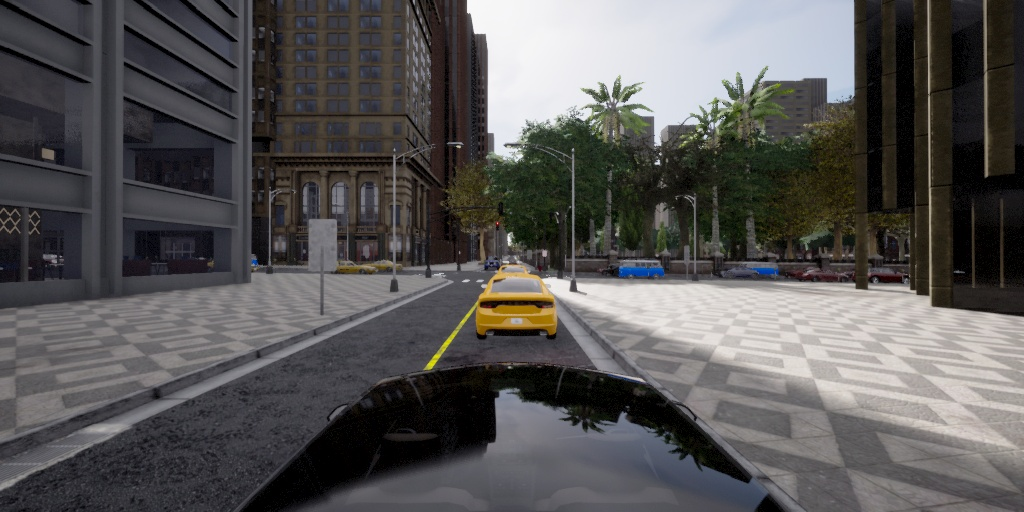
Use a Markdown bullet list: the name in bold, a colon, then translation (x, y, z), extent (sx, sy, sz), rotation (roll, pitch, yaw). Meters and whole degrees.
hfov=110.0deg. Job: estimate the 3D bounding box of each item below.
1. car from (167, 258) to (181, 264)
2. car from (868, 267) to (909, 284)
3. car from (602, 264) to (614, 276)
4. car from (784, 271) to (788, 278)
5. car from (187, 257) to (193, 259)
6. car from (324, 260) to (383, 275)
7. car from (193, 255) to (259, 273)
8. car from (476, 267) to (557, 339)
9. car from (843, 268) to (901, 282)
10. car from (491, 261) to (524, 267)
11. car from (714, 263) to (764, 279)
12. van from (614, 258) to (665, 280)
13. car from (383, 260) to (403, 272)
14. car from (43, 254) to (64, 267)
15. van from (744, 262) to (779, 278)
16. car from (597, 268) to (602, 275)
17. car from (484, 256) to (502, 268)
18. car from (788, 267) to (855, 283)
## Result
- **car**: translation (-37.782, 0.773, 41.978), extent (4.313, 1.339, 1.948), rotation (0, 0, 0)
- **car**: translation (34.036, 1.776, 33.007), extent (4.097, 1.591, 1.967), rotation (0, 0, 0)
- **car**: translation (13.090, 1.245, 39.005), extent (5.566, 2.045, 2.150), rotation (1, 0, 0)
- **car**: translation (34.077, 1.930, 41.532), extent (4.507, 1.381, 1.888), rotation (0, 0, 0)
- **car**: translation (-31.927, 0.833, 39.282), extent (5.357, 1.411, 2.033), rotation (1, 0, 0)
- **car**: translation (-14.975, 1.051, 33.311), extent (4.829, 1.417, 1.751), rotation (0, 0, 0)
- **car**: translation (-26.315, 0.866, 33.382), extent (4.829, 1.417, 1.751), rotation (0, 0, 0)
- **car**: translation (0.112, 1.229, 10.095), extent (1.882, 1.535, 5.008), rotation (0, 0, 0)
- **car**: translation (38.904, 2.012, 38.810), extent (4.181, 1.385, 1.994), rotation (1, 0, 1)
- **car**: translation (0.042, 1.233, 20.155), extent (1.882, 1.535, 5.008), rotation (0, 0, 0)
- **car**: translation (24.306, 1.773, 38.931), extent (4.181, 1.385, 1.994), rotation (1, 0, 0)
- **van**: translation (11.942, 1.313, 33.144), extent (3.998, 1.789, 1.690), rotation (0, 0, 0)
- **car**: translation (-15.272, 1.099, 41.838), extent (4.829, 1.417, 1.751), rotation (0, 0, 0)
- **car**: translation (-43.497, 0.507, 33.488), extent (4.097, 1.591, 1.967), rotation (0, 0, 0)
- **van**: translation (28.554, 1.634, 41.566), extent (3.998, 1.789, 1.690), rotation (0, 0, 0)
- **car**: translation (11.984, 1.602, 41.669), extent (4.207, 1.307, 1.802), rotation (0, 0, 0)
- **car**: translation (-2.975, 1.032, 54.550), extent (2.150, 2.045, 5.566), rotation (0, 0, 0)
- **car**: translation (28.512, 1.827, 33.041), extent (4.207, 1.307, 1.802), rotation (0, 0, 0)
